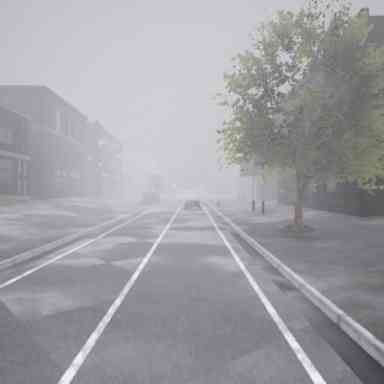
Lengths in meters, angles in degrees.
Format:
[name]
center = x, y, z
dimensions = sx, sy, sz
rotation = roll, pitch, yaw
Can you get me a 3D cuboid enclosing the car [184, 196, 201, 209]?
[car]
center = 0.073, 1.259, 40.105
dimensions = 1.812, 1.442, 4.674
rotation = 0, 0, 0
